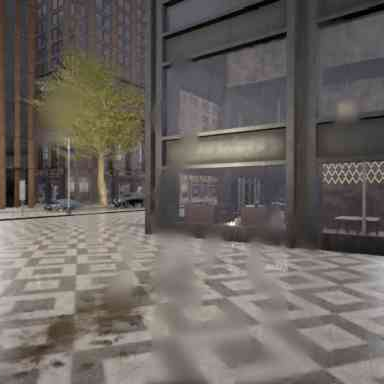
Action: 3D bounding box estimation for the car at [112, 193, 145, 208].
[{"bbox_3d":[-8.435,1.105,46.290,2.150,2.045,5.566,0,0,35],"label":"car"}]

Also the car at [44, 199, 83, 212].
[{"bbox_3d":[-14.516,1.471,37.796,1.994,1.385,4.181,0,0,35],"label":"car"}]
